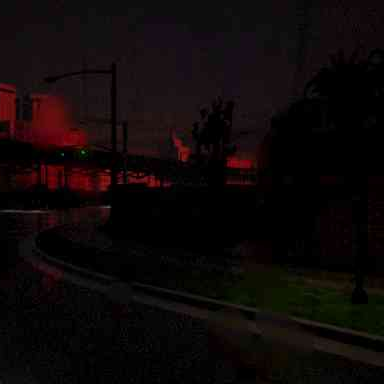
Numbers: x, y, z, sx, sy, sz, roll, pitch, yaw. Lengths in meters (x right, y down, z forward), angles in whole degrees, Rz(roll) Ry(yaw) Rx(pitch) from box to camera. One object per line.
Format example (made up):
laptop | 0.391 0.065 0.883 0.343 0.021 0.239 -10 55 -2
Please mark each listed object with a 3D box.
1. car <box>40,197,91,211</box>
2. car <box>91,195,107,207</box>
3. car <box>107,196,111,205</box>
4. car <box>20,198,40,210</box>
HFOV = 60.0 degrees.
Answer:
car | -14.908 1.364 39.579 1.837 1.490 4.892 0 1 37
car | -12.958 1.260 47.970 2.128 1.511 4.902 0 1 37
car | -8.966 1.289 47.450 2.033 1.411 5.357 0 1 37
car | -18.475 1.403 40.665 1.812 1.442 4.674 0 1 37
